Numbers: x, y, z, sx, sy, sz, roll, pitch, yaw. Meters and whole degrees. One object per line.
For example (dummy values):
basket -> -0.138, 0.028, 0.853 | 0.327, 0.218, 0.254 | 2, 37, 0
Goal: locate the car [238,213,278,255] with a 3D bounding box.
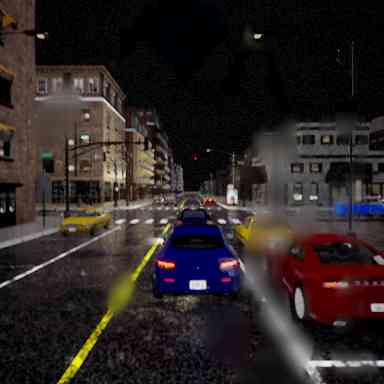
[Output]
car -> 2.681, 1.479, 12.871 | 1.752, 1.417, 4.829 | 0, 0, 0

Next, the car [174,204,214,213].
car -> 0.094, 1.504, 16.979 | 1.994, 1.385, 4.181 | 0, 0, 0

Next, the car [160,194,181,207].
car -> -3.113, 1.390, 49.265 | 2.033, 1.411, 5.357 | 0, 0, 0

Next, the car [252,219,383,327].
car -> 2.683, 1.519, 7.004 | 1.887, 1.381, 4.507 | 0, 0, 0

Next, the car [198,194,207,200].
car -> 2.652, 1.316, 85.050 | 2.008, 1.369, 4.403 | -1, 0, 0

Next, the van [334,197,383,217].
van -> 14.647, 1.308, 29.168 | 3.998, 1.788, 1.690 | 0, 0, 0

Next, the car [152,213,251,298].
car -> 0.101, 1.495, 8.286 | 1.812, 1.442, 4.674 | 0, 0, 0

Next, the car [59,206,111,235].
car -> -5.703, 1.461, 18.228 | 1.752, 1.417, 4.829 | 0, 0, 0

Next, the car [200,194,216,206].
car -> 2.665, 1.279, 50.869 | 1.967, 1.590, 4.097 | 0, 0, 0

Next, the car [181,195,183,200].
car -> -3.060, 1.298, 64.519 | 2.128, 1.511, 4.902 | 0, 0, 0

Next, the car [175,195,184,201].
car -> -3.030, 1.340, 79.621 | 1.895, 1.301, 4.718 | 0, 0, 0

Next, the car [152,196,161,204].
car -> -5.717, 1.376, 56.550 | 2.008, 1.369, 4.403 | 0, 0, 0

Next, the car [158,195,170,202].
car -> -5.721, 1.350, 67.944 | 2.008, 1.369, 4.403 | 0, 0, 0

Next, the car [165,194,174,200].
car -> -5.728, 1.291, 84.864 | 1.752, 1.417, 4.829 | 0, 0, 0

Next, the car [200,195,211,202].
car -> 2.659, 1.350, 67.960 | 2.008, 1.369, 4.403 | 0, 0, 0

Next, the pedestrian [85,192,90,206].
pedestrian -> -12.646, 0.935, 40.275 | 0.375, 1.860, 0.375 | 0, 0, 0
